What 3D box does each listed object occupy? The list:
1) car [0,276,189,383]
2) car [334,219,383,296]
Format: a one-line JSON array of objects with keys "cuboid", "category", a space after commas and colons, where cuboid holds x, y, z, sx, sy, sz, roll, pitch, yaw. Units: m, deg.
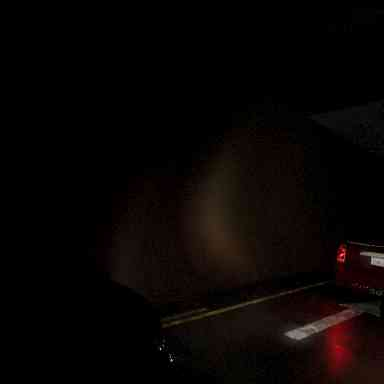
[{"cuboid": [-2.688, 1.221, 1.868, 5.566, 2.045, 2.150, 0, 0, -35], "category": "car"}, {"cuboid": [5.288, 1.352, 7.552, 4.553, 1.767, 2.097, 0, 0, -35], "category": "car"}]
